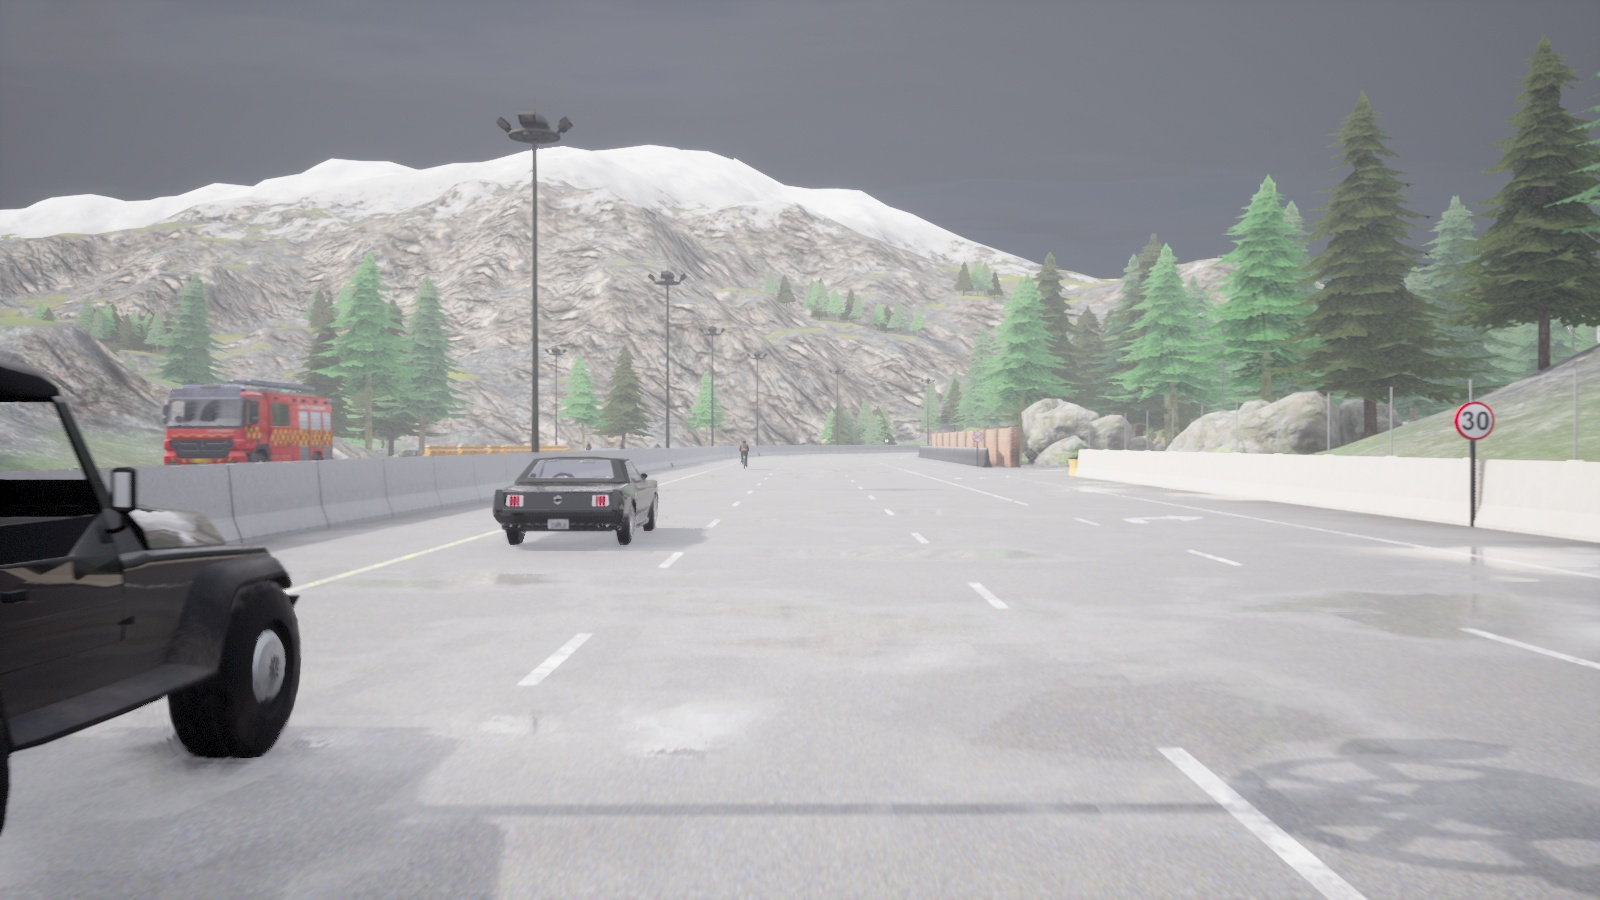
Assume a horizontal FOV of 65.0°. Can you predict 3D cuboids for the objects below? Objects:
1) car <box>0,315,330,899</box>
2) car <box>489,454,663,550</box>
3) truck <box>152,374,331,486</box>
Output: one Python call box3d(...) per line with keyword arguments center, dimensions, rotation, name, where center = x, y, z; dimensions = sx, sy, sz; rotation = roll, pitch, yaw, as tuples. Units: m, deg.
box3d(center=(-3.458, 0.512, 4.738), dimensions=(1.905, 1.878, 3.866), rotation=(0, 0, 0), name="car")
box3d(center=(-3.372, 0.732, 19.827), dimensions=(1.895, 1.301, 4.718), rotation=(0, 0, 0), name="car")
box3d(center=(-20.717, -0.701, 47.243), dimensions=(2.891, 3.827, 8.468), rotation=(0, 0, 0), name="truck")
